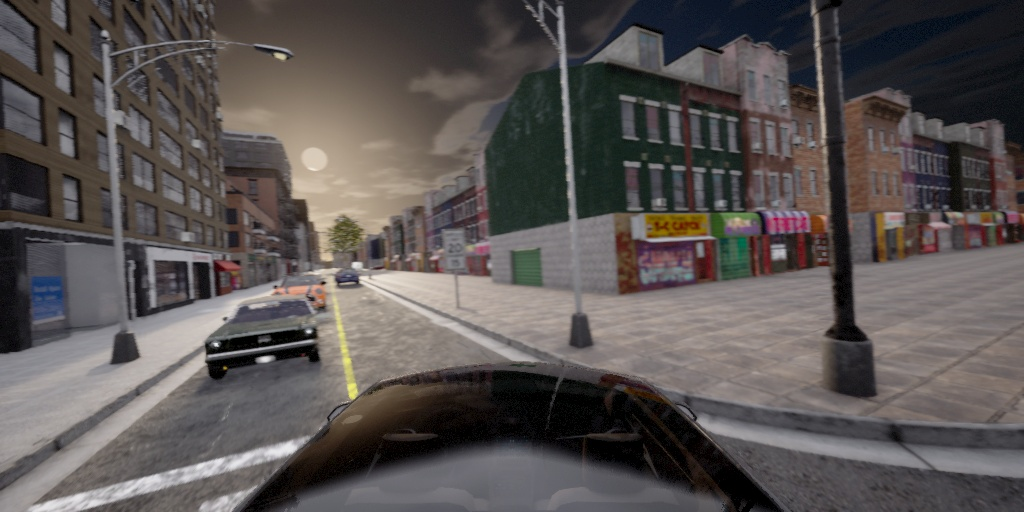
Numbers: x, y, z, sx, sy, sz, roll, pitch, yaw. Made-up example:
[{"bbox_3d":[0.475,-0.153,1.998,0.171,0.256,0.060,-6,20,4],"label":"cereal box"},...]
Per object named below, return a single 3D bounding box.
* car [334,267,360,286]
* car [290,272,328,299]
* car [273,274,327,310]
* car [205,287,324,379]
[{"bbox_3d":[-16.807,2.015,36.641,2.097,1.767,4.553,-4,0,-27],"label":"car"},{"bbox_3d":[-14.694,2.062,26.188,2.128,1.511,4.902,-4,0,-27],"label":"car"},{"bbox_3d":[-10.159,1.673,17.292,2.097,1.767,4.553,-4,0,-27],"label":"car"},{"bbox_3d":[-5.695,1.677,8.594,1.895,1.301,4.718,-4,0,-30],"label":"car"}]
